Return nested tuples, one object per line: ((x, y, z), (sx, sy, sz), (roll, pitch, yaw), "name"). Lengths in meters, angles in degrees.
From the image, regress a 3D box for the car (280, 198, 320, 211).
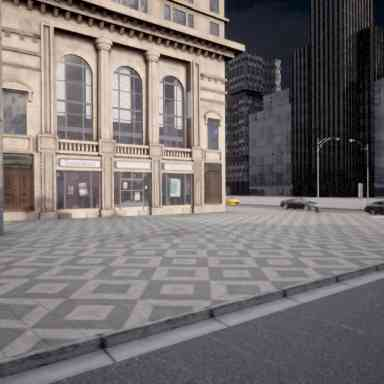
((12.460, 1.411, 38.513), (2.128, 1.511, 4.902), (-1, 1, -34), "car")

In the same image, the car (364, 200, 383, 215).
((18.133, 1.473, 30.169), (1.812, 1.442, 4.674), (-1, 1, -34), "car")

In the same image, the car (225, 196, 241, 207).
((5.129, 1.359, 49.363), (1.882, 1.535, 5.008), (-1, 1, -34), "car")
